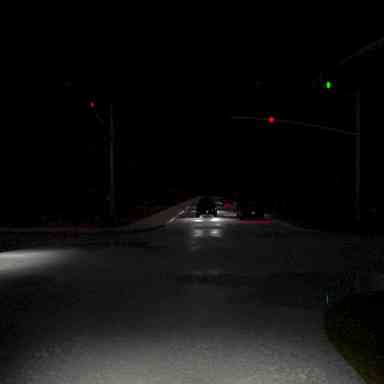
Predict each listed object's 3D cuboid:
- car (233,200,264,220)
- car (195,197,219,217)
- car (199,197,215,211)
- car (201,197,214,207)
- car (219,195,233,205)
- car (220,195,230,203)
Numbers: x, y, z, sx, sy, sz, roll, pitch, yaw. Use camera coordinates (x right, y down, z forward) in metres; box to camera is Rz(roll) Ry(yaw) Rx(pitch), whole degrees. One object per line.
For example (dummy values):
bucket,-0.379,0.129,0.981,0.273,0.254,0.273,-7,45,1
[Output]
car,4.837,1.443,28.029,1.882,1.535,5.008,0,0,3
car,1.378,1.470,31.034,1.837,1.490,4.892,0,0,3
car,1.880,1.470,41.344,1.837,1.490,4.892,0,0,3
car,2.441,1.529,52.674,1.994,1.385,4.181,0,0,3
car,6.341,1.566,59.053,1.895,1.301,4.718,0,0,3
car,6.824,1.470,69.014,1.837,1.490,4.892,0,0,3
